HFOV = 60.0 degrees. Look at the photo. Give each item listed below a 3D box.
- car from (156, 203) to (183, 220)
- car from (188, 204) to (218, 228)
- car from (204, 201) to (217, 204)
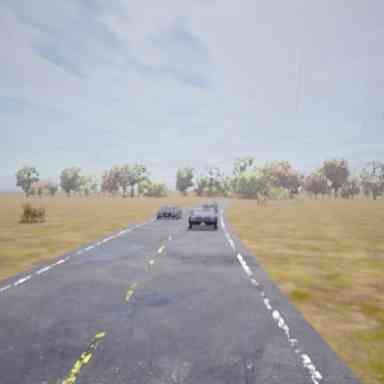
[{"bbox_3d":[-1.942,1.717,29.737,1.994,1.385,4.181,0,0,4],"label":"car"},{"bbox_3d":[0.811,1.723,22.944,1.895,1.301,4.718,0,0,3],"label":"car"},{"bbox_3d":[2.249,1.765,41.356,2.033,1.411,5.357,0,0,6],"label":"car"}]
